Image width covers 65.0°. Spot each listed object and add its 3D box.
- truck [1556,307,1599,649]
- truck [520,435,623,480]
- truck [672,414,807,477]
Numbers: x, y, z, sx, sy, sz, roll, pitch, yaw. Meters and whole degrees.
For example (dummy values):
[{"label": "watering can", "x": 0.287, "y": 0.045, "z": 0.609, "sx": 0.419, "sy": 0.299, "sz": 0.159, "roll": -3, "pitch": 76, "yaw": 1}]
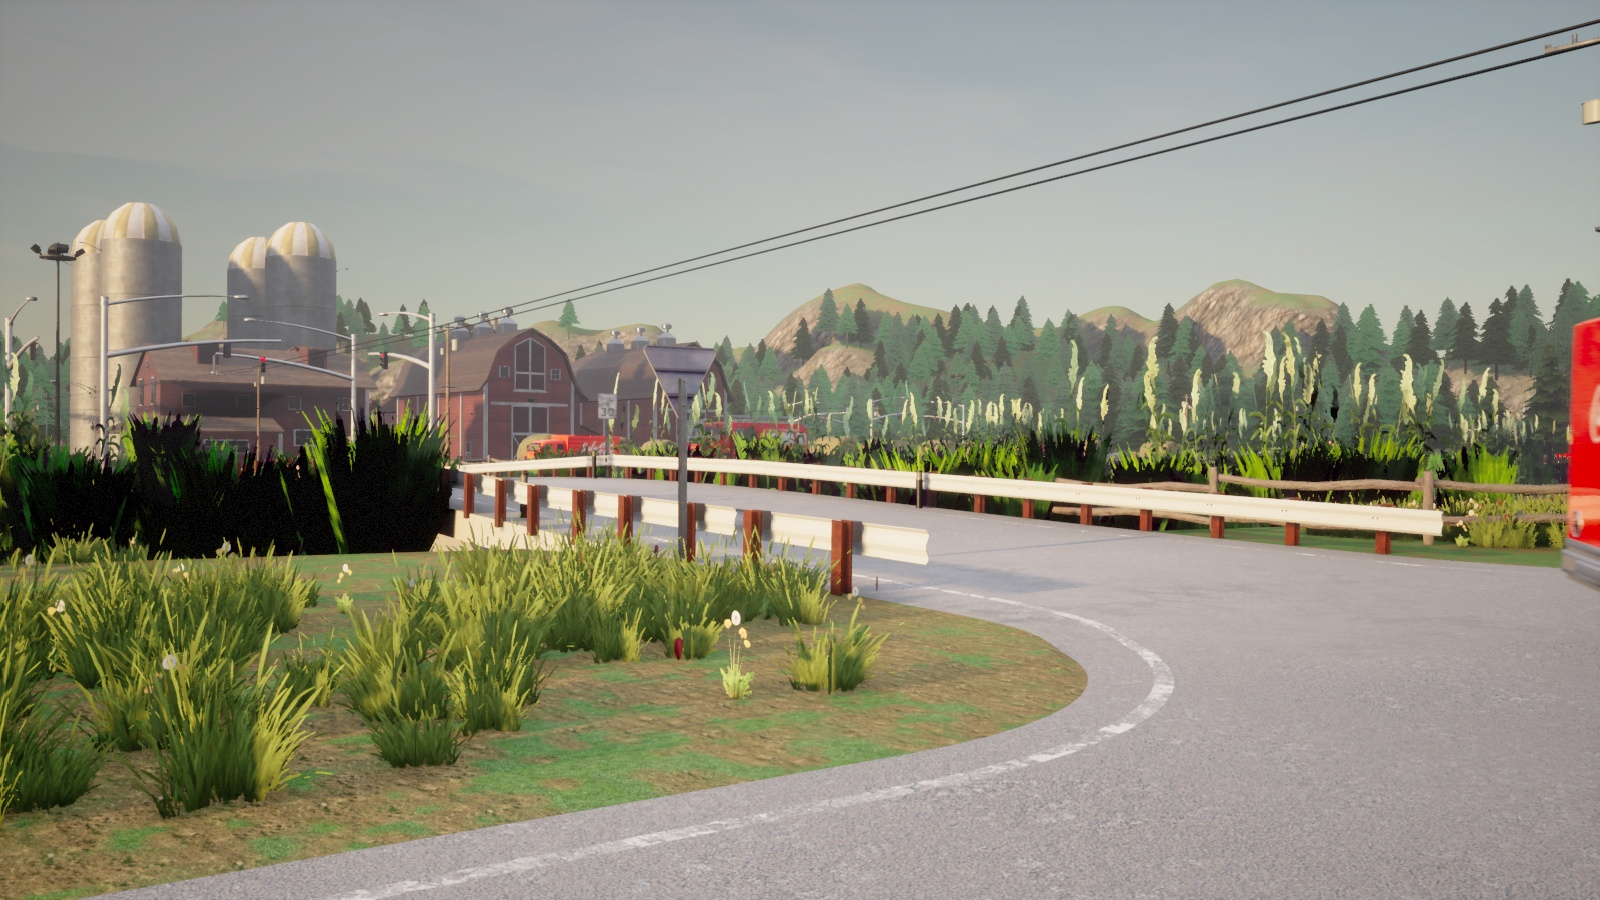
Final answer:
[{"label": "truck", "x": 8.181, "y": 0.235, "z": 8.021, "sx": 5.204, "sy": 2.467, "sz": 2.627, "roll": 1, "pitch": 2, "yaw": 16}, {"label": "truck", "x": -13.117, "y": 0.427, "z": 72.226, "sx": 5.204, "sy": 2.467, "sz": 2.627, "roll": 0, "pitch": 0, "yaw": -38}, {"label": "truck", "x": -3.751, "y": -0.252, "z": 79.601, "sx": 8.468, "sy": 3.827, "sz": 2.891, "roll": 0, "pitch": 0, "yaw": -38}]
